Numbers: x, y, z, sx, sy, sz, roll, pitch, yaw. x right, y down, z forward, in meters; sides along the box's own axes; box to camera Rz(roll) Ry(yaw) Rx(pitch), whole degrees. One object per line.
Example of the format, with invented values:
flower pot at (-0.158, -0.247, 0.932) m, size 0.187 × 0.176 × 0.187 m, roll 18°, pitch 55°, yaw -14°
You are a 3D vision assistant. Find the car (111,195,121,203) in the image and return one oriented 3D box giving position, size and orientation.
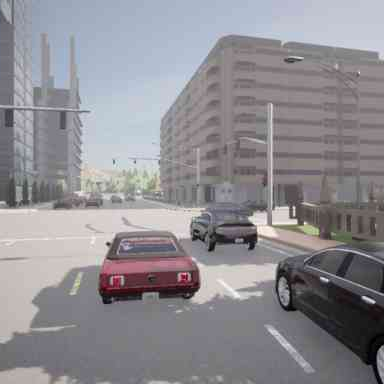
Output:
car at (-15.567, 1.563, 68.478) m, size 1.994 × 1.385 × 4.181 m, roll 0°, pitch 0°, yaw -14°

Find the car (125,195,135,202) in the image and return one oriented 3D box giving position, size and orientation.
car at (-14.718, 1.591, 79.435) m, size 1.895 × 1.301 × 4.718 m, roll 0°, pitch 0°, yaw -14°

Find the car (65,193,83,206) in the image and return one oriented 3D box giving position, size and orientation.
car at (-19.253, 1.221, 53.243) m, size 2.150 × 2.045 × 5.566 m, roll 0°, pitch 0°, yaw -13°

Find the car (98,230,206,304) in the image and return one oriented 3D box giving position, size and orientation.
car at (-1.168, 1.601, 8.205) m, size 1.895 × 1.301 × 4.718 m, roll 0°, pitch 0°, yaw -11°

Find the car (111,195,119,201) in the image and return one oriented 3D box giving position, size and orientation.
car at (-20.607, 1.552, 88.857) m, size 1.994 × 1.385 × 4.181 m, roll 0°, pitch 0°, yaw -14°

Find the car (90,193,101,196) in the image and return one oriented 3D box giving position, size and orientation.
car at (-16.959, 1.221, 58.702) m, size 2.150 × 2.045 × 5.566 m, roll 0°, pitch 0°, yaw -13°

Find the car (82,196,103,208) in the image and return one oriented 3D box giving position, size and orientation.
car at (-14.674, 1.601, 49.213) m, size 1.895 × 1.301 × 4.718 m, roll 0°, pitch 0°, yaw -13°

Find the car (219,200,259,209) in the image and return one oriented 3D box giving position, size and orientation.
car at (3.311, 1.615, 29.394) m, size 4.181 × 1.385 × 1.994 m, roll 0°, pitch 0°, yaw -14°

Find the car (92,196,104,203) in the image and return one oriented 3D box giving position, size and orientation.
car at (-19.304, 1.525, 68.652) m, size 2.128 × 1.511 × 4.902 m, roll 0°, pitch 0°, yaw -14°

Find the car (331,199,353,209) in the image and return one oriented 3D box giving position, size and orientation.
car at (17.207, 1.603, 40.273) m, size 5.357 × 1.411 × 2.033 m, roll 0°, pitch 0°, yaw -15°

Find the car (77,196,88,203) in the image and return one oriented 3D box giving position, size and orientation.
car at (-23.903, 1.539, 72.764) m, size 2.033 × 1.411 × 5.357 m, roll 0°, pitch 0°, yaw -14°

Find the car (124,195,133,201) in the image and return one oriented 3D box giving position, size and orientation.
car at (-17.084, 1.535, 89.184) m, size 2.033 × 1.411 × 5.357 m, roll 0°, pitch 0°, yaw -14°

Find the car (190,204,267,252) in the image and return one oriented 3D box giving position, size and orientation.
car at (1.163, 1.492, 14.056) m, size 2.128 × 1.511 × 4.902 m, roll 0°, pitch 0°, yaw -12°

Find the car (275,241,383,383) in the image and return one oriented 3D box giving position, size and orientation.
car at (2.825, 1.505, 4.978) m, size 1.837 × 1.490 × 4.892 m, roll 0°, pitch 0°, yaw -7°

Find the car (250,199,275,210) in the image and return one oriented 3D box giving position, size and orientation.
car at (7.009, 1.560, 37.734) m, size 4.892 × 1.490 × 1.837 m, roll 0°, pitch 0°, yaw -14°

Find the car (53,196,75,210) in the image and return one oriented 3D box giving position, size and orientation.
car at (-16.960, 1.601, 43.754) m, size 1.895 × 1.301 × 4.718 m, roll 0°, pitch 0°, yaw -14°
